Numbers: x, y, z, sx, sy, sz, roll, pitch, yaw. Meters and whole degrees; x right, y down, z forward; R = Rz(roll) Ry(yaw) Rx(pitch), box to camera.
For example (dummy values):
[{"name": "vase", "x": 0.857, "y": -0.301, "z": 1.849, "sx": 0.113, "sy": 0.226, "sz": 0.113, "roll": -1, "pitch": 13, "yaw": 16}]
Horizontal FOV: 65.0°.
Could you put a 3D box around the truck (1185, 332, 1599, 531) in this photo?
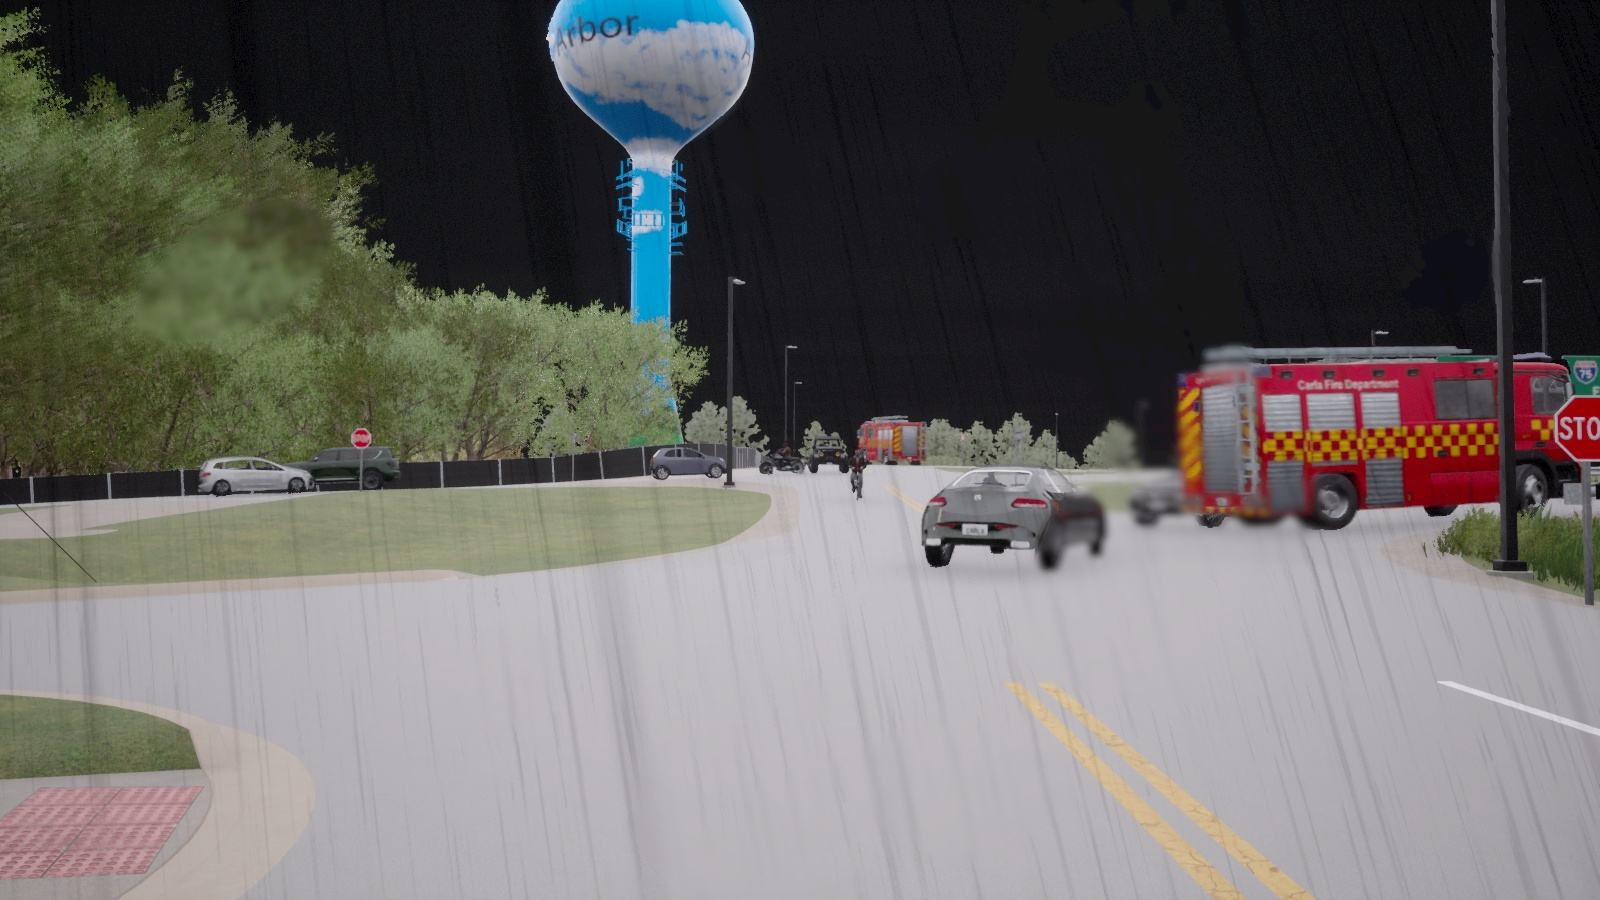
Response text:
[{"name": "truck", "x": 13.006, "y": -0.444, "z": 27.363, "sx": 8.468, "sy": 3.827, "sz": 2.891, "roll": -2, "pitch": -1, "yaw": -17}]

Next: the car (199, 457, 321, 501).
[{"name": "car", "x": -23.341, "y": 1.222, "z": 54.257, "sx": 4.611, "sy": 1.667, "sz": 2.242, "roll": -2, "pitch": 0, "yaw": -28}]

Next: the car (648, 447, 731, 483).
[{"name": "car", "x": -5.185, "y": 0.686, "z": 58.759, "sx": 3.633, "sy": 1.501, "sz": 1.845, "roll": -2, "pitch": 0, "yaw": -13}]

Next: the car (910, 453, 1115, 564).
[{"name": "car", "x": 3.750, "y": 0.882, "z": 21.311, "sx": 2.152, "sy": 1.651, "sz": 5.027, "roll": 0, "pitch": 0, "yaw": 25}]

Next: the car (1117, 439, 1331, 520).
[{"name": "car", "x": 10.058, "y": 0.679, "z": 29.638, "sx": 5.027, "sy": 1.651, "sz": 2.152, "roll": -2, "pitch": -1, "yaw": -35}]

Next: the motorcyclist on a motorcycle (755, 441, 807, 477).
[{"name": "motorcyclist on a motorcycle", "x": -0.935, "y": 0.452, "z": 62.145, "sx": 2.350, "sy": 1.649, "sz": 0.766, "roll": -2, "pitch": 2, "yaw": 16}]

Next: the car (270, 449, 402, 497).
[{"name": "car", "x": -21.583, "y": 1.075, "z": 58.650, "sx": 5.566, "sy": 2.045, "sz": 2.150, "roll": -2, "pitch": -1, "yaw": -15}]

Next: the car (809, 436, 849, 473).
[{"name": "car", "x": 1.471, "y": 0.209, "z": 65.316, "sx": 1.905, "sy": 1.878, "sz": 3.866, "roll": 0, "pitch": 1, "yaw": -1}]
